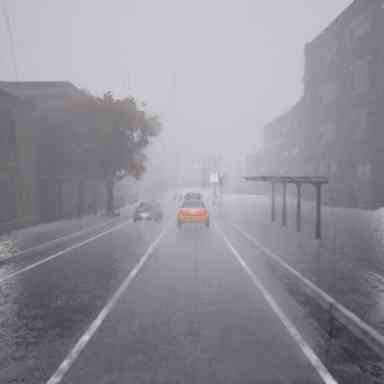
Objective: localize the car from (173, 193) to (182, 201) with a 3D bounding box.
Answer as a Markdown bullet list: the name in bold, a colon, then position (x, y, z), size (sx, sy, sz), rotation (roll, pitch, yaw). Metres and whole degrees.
- **car**: position (-2.802, 1.037, 66.389), size (2.128, 1.511, 4.902), rotation (0, 1, 1)

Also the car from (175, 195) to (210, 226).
- **car**: position (0.108, 1.337, 23.516), size (2.097, 1.767, 4.553), rotation (0, 0, 0)

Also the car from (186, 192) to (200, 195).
- **car**: position (0.159, 1.047, 42.745), size (2.150, 2.045, 5.566), rotation (0, 1, 0)

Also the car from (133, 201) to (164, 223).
- **car**: position (-3.225, 1.469, 25.225), size (2.128, 1.511, 4.902), rotation (0, 0, 0)
